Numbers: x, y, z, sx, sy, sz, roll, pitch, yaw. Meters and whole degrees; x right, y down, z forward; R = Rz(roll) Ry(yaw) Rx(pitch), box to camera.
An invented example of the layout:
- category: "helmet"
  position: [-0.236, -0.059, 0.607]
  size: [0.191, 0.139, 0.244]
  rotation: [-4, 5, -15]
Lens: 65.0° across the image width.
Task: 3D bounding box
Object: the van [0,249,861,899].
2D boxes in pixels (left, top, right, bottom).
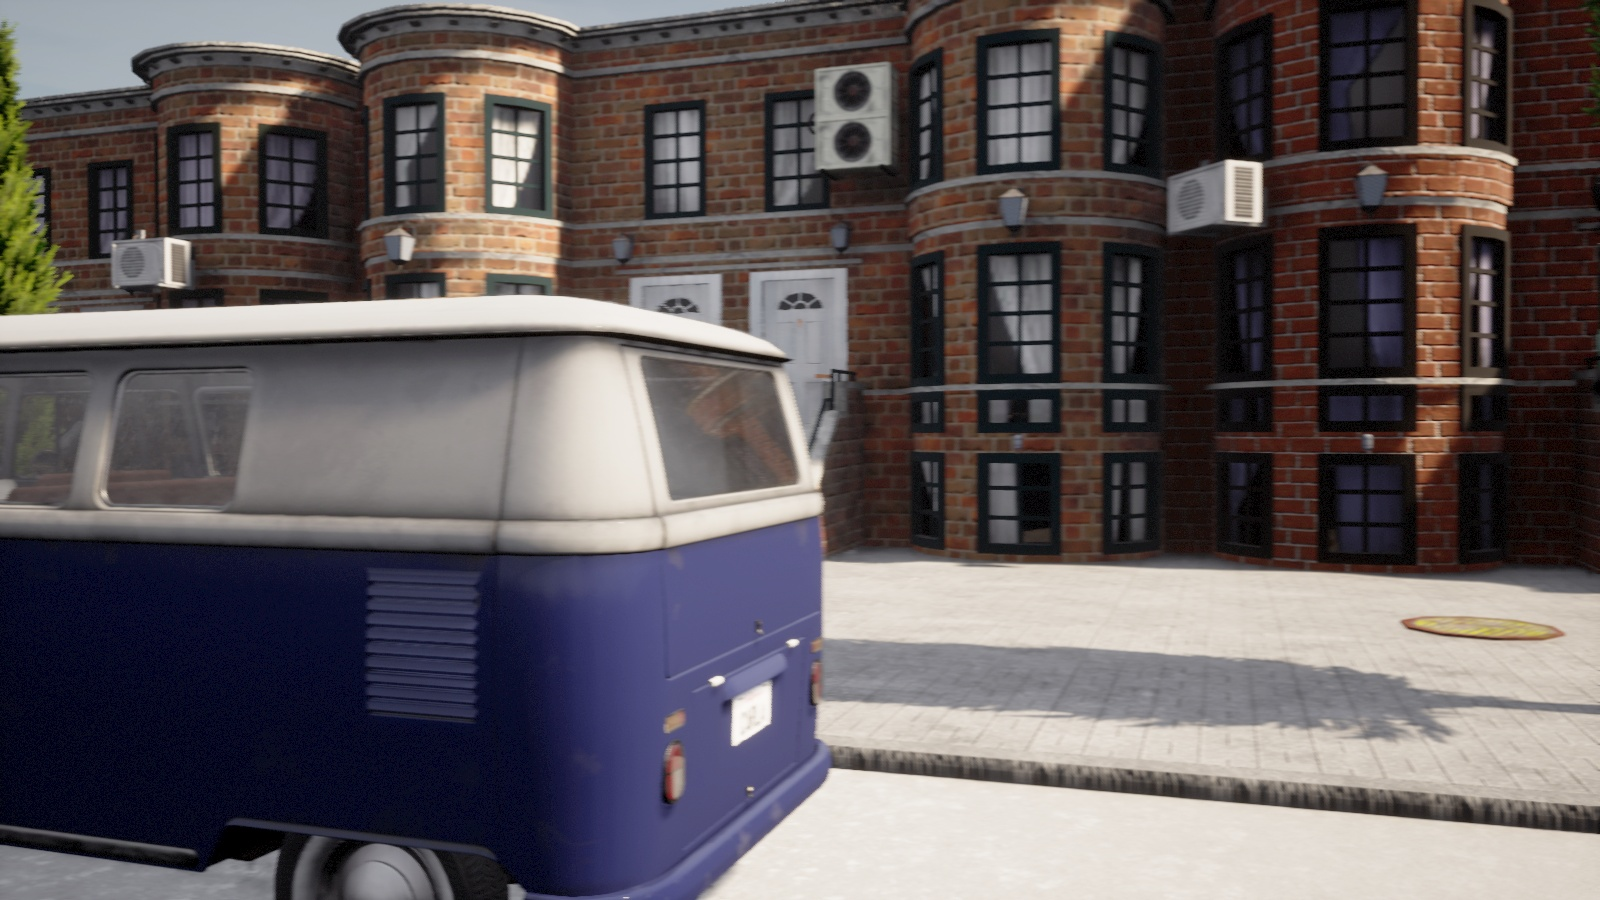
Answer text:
- category: "van"
  position: [-2.169, 0.500, 4.445]
  size: [4.442, 1.987, 1.775]
  rotation: [1, 1, 19]
